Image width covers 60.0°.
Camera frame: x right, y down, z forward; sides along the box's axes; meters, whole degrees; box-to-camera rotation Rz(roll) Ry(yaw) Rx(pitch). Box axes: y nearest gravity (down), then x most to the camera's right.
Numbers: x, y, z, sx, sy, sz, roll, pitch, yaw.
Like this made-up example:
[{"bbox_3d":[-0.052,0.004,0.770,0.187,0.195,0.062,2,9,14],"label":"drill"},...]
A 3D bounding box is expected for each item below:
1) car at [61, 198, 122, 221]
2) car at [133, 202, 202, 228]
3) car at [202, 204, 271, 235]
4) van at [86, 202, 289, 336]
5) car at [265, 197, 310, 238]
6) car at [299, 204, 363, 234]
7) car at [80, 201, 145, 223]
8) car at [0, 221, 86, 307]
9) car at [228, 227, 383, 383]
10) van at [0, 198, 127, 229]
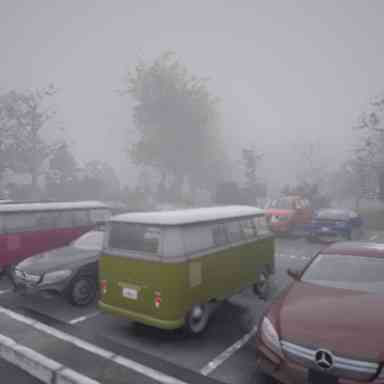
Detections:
[{"bbox_3d":[-8.517,1.401,28.524,2.185,1.767,4.553,0,0,36],"label":"car"},{"bbox_3d":[-1.601,1.537,23.631,2.231,1.521,4.892,0,0,36],"label":"car"},{"bbox_3d":[2.871,1.572,20.391,2.163,1.488,4.792,0,0,36],"label":"car"},{"bbox_3d":[0.287,1.321,6.962,1.878,1.987,4.442,0,0,36],"label":"van"},{"bbox_3d":[5.170,1.294,18.751,2.435,2.045,5.566,0,0,36],"label":"car"},{"bbox_3d":[7.490,1.545,17.122,2.097,1.535,5.008,0,0,36],"label":"car"},{"bbox_3d":[-6.305,1.529,26.977,2.097,1.535,5.008,0,0,36],"label":"car"},{"bbox_3d":[-1.981,1.587,8.442,2.002,1.452,4.674,0,0,36],"label":"car"},{"bbox_3d":[2.630,1.565,5.150,2.002,1.452,4.674,-1,-1,36],"label":"car"},{"bbox_3d":[-4.214,1.318,10.176,1.878,1.987,4.442,0,0,36],"label":"van"}]
